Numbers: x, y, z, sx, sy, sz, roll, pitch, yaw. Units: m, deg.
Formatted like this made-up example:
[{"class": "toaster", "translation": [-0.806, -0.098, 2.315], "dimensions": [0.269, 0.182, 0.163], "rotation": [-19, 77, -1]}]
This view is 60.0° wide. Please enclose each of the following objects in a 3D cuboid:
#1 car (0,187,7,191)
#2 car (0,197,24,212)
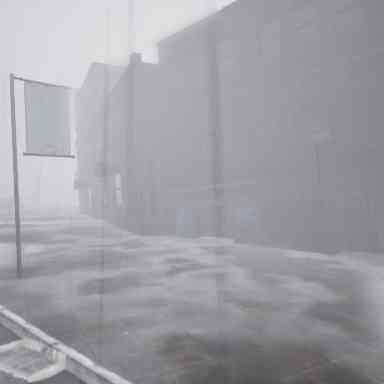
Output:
[{"class": "car", "translation": [-47.451, -0.645, 79.377], "dimensions": [2.231, 1.521, 4.892], "rotation": [-4, -3, 5]}, {"class": "car", "translation": [-27.144, 1.864, 49.012], "dimensions": [2.150, 2.045, 5.566], "rotation": [-4, -1, 3]}]
